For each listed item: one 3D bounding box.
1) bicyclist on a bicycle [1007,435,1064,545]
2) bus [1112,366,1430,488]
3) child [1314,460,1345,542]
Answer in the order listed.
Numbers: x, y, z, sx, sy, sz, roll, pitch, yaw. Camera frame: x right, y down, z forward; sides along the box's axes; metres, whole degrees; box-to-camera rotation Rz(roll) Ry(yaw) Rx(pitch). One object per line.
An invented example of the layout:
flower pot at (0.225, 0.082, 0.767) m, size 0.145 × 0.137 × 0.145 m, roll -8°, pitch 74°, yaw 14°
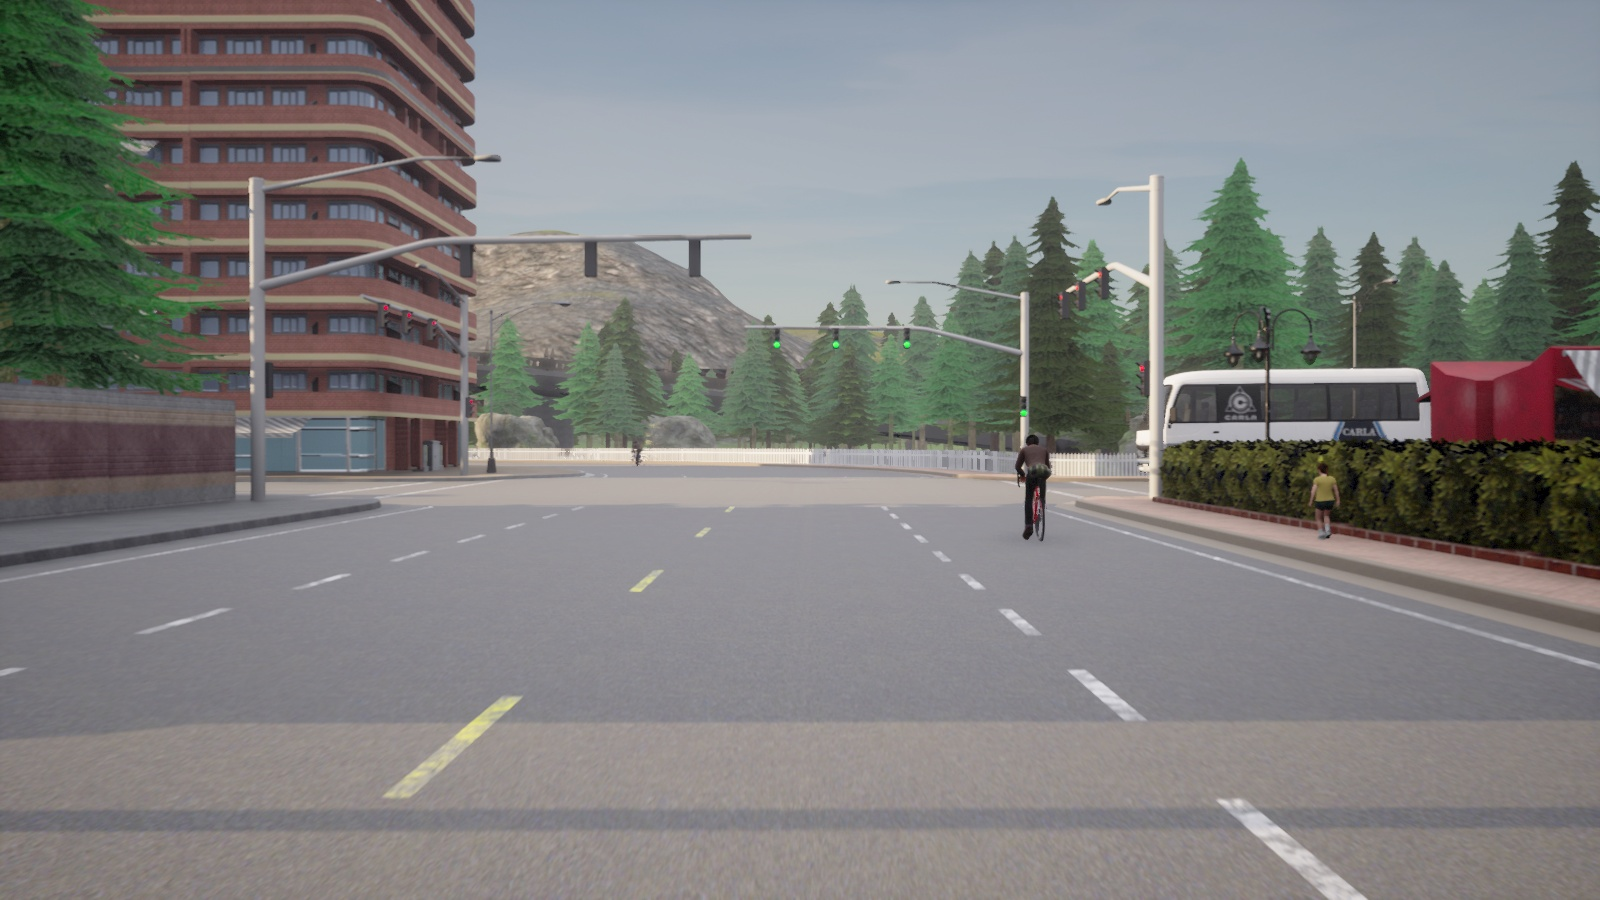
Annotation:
bicyclist on a bicycle at (3.625, 0.593, 19.438) m, size 0.582 × 1.620 × 1.656 m, roll 0°, pitch 0°, yaw 0°
bus at (17.229, -0.824, 46.623) m, size 10.273 × 4.253 × 3.944 m, roll 0°, pitch 0°, yaw 1°
child at (7.248, 0.689, 17.192) m, size 0.255 × 1.110 × 0.394 m, roll 0°, pitch 0°, yaw 2°
